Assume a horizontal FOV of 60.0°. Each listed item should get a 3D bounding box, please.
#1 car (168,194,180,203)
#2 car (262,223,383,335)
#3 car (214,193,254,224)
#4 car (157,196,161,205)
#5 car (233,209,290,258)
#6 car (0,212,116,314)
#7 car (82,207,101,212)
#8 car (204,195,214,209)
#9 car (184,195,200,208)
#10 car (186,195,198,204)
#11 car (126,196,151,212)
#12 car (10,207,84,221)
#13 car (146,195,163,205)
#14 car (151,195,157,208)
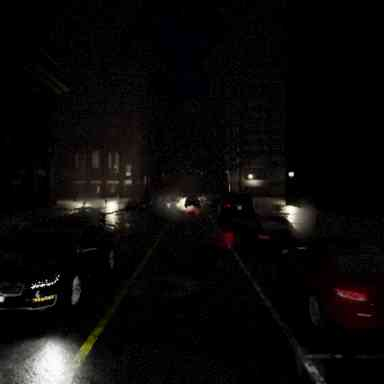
[{"bbox_3d":[-3.009,1.112,56.497,1.882,1.535,5.008,0,0,0],"label":"car"},{"bbox_3d":[2.761,1.535,6.471,1.802,1.307,4.206,0,0,0],"label":"car"},{"bbox_3d":[3.004,1.062,23.624,2.150,2.045,5.566,0,0,0],"label":"car"},{"bbox_3d":[-5.759,1.264,45.921,1.947,1.339,4.313,0,0,0],"label":"car"},{"bbox_3d":[2.762,1.496,12.107,1.802,1.307,4.206,0,0,0],"label":"car"},{"bbox_3d":[-3.098,1.449,7.767,1.837,1.490,4.892,0,0,0],"label":"car"},{"bbox_3d":[-5.763,1.459,17.740,1.802,1.307,4.206,0,0,0],"label":"car"},{"bbox_3d":[2.765,1.298,40.287,1.947,1.339,4.313,0,0,0],"label":"car"},{"bbox_3d":[0.039,1.323,41.923,1.895,1.301,4.718,0,0,1],"label":"car"},{"bbox_3d":[0.008,1.209,54.694,1.994,1.385,4.181,0,0,0],"label":"car"},{"bbox_3d":[-5.761,1.349,34.649,1.802,1.307,4.206,0,0,0],"label":"car"},{"bbox_3d":[-5.763,1.466,12.102,2.008,1.369,4.403,0,0,0],"label":"car"},{"bbox_3d":[-5.759,1.215,51.558,2.008,1.369,4.403,0,0,0],"label":"car"},{"bbox_3d":[-5.760,1.298,40.285,1.947,1.339,4.313,0,0,0],"label":"car"}]
